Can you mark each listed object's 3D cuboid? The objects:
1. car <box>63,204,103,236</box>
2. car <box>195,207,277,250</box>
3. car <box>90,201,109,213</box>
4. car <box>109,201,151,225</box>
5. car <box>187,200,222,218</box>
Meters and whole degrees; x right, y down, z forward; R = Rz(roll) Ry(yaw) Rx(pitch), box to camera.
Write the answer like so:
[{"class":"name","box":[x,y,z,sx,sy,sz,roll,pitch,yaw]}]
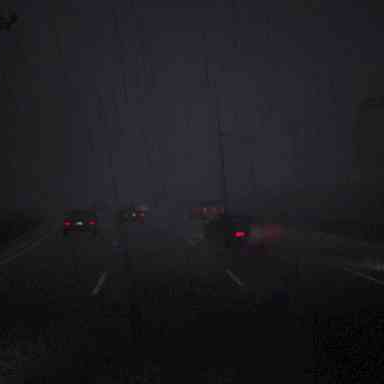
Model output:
[{"class":"car","box":[-6.543,1.706,19.699,2.033,1.411,5.357,0,0,-17]},{"class":"car","box":[1.853,1.619,14.811,2.033,1.411,5.357,0,0,-12]},{"class":"car","box":[-11.435,1.792,41.227,1.882,1.535,5.008,0,0,-24]},{"class":"car","box":[-5.031,1.732,26.278,2.033,1.411,5.357,0,0,-20]},{"class":"car","box":[1.125,1.511,29.496,2.097,1.767,4.553,0,0,-19]}]
